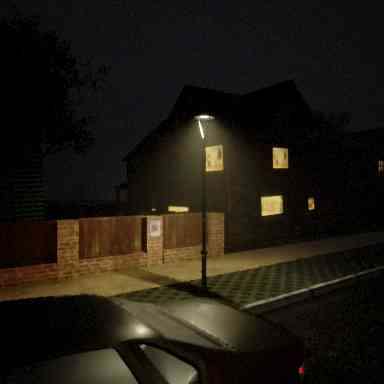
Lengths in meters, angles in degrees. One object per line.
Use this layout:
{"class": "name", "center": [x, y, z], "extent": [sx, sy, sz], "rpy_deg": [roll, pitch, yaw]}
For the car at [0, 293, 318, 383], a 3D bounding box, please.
{"class": "car", "center": [-1.443, 1.547, 2.066], "extent": [5.357, 1.411, 2.033], "rpy_deg": [0, 0, -36]}
